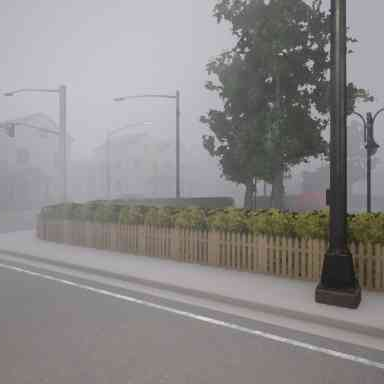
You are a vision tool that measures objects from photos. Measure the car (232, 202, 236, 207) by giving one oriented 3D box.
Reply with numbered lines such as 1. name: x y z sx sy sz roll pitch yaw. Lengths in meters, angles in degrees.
1. car: 4.863 1.564 49.139 1.994 1.385 4.181 0 0 35

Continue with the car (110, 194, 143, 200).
1. car: -7.779 1.222 37.429 2.150 2.045 5.566 0 0 35
